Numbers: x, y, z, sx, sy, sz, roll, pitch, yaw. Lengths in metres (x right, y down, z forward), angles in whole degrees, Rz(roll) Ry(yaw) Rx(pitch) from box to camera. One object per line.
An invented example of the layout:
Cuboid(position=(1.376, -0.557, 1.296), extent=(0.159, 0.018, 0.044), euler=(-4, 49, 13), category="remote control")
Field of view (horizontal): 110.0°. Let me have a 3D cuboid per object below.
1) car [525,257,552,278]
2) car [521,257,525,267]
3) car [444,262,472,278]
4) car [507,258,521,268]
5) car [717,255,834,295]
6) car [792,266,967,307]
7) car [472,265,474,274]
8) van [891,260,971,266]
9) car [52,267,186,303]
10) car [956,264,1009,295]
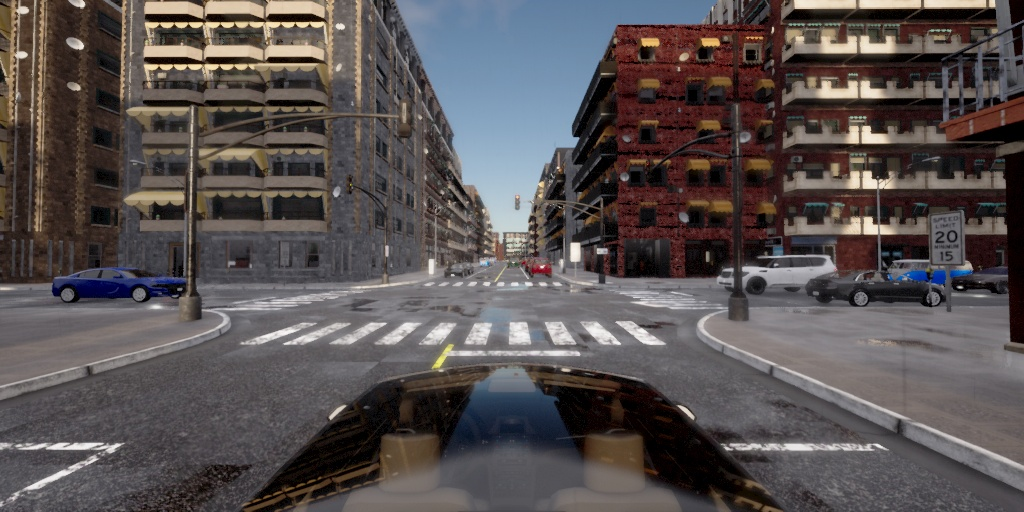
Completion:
Cuboid(position=(2.638, 1.077, 33.970), extent=(2.192, 1.841, 5.009), euler=(0, 0, 0), category="car")
Cuboid(position=(2.662, 1.086, 45.093), extent=(2.192, 1.841, 5.009), euler=(0, 0, 0), category="car")
Cuboid(position=(-5.243, 1.328, 33.942), extent=(1.948, 1.339, 4.313), euler=(0, 0, 0), category="car")
Cuboid(position=(0.233, 1.169, 62.042), extent=(2.097, 1.767, 4.553), euler=(0, 0, 0), category="car")
Cuboid(position=(14.066, 0.970, 19.088), extent=(5.566, 2.045, 2.150), euler=(0, -1, 0), category="car")
Cuboid(position=(13.771, 1.186, 13.652), extent=(4.403, 1.370, 2.007), euler=(0, 0, 0), category="car")
Cuboid(position=(-5.231, 1.331, 39.503), extent=(1.948, 1.339, 4.313), euler=(0, 0, 0), category="car")
Cuboid(position=(24.946, 1.115, 21.479), extent=(3.998, 1.789, 1.690), euler=(0, 0, 0), category="van")
Cuboid(position=(-17.582, 1.254, 16.284), extent=(5.008, 1.535, 1.882), euler=(0, -1, 0), category="car")
Cuboid(position=(26.422, 1.268, 19.023), extent=(5.357, 1.411, 2.033), euler=(0, -1, 0), category="car")
